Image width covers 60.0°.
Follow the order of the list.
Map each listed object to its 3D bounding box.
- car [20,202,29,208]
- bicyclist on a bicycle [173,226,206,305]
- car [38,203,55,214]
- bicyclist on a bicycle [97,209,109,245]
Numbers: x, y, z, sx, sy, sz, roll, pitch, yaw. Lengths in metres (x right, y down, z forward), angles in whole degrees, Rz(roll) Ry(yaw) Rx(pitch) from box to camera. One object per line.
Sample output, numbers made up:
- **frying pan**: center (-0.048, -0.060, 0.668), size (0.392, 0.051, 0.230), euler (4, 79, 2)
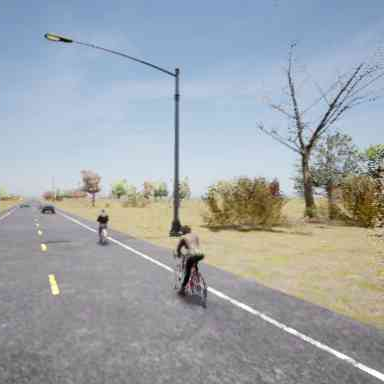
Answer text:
- **car**: center (-38.567, 3.018, 76.665), size (2.033, 1.411, 5.357), euler (1, -1, -26)
- **bicyclist on a bicycle**: center (-0.073, 1.628, 7.607), size (0.582, 1.620, 1.656), euler (1, -2, -26)
- **car**: center (-22.294, 2.525, 51.401), size (1.837, 1.490, 4.892), euler (1, -1, -26)
- **bicyclist on a bicycle**: center (-4.545, 1.726, 16.821), size (0.659, 1.776, 1.843), euler (1, -1, -26)
